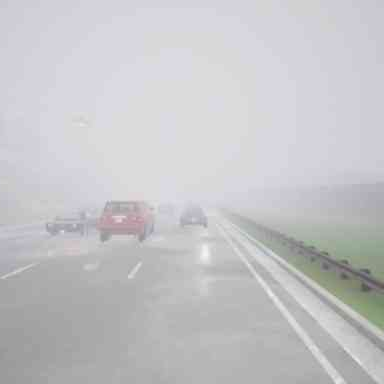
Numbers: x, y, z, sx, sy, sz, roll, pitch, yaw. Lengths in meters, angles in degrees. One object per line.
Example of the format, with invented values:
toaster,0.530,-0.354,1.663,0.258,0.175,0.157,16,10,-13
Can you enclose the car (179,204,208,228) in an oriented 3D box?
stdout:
car,0.112,1.780,24.032,1.994,1.385,4.181,0,-1,0

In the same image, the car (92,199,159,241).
car,-3.320,1.401,17.850,2.150,2.045,5.566,0,0,0

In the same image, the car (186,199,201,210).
car,0.243,1.950,51.089,2.128,1.511,4.902,0,0,0

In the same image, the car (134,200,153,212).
car,-6.681,1.931,46.605,1.882,1.535,5.008,0,0,0

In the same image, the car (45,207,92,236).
car,-6.808,1.815,19.765,1.895,1.301,4.718,0,-1,0

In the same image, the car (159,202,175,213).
car,-3.202,1.958,41.967,1.994,1.385,4.181,0,0,0

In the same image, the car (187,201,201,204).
car,0.158,1.866,33.650,1.994,1.385,4.181,0,-1,0

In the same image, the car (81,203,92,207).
car,-10.240,1.854,34.253,2.128,1.511,4.902,0,0,0
